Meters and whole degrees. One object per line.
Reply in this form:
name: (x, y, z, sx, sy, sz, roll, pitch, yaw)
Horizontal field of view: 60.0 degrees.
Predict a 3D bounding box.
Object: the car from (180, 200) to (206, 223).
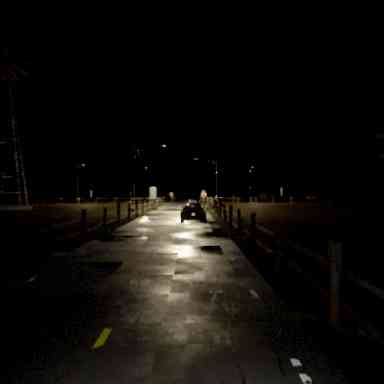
car: (0.095, 1.591, 26.105, 1.994, 1.385, 4.181, 0, 0, 0)
